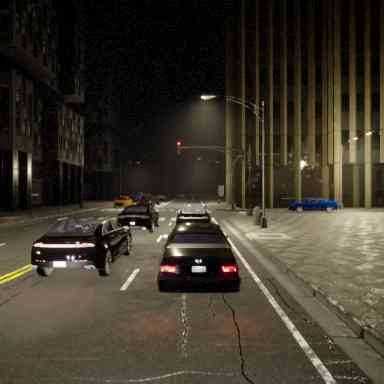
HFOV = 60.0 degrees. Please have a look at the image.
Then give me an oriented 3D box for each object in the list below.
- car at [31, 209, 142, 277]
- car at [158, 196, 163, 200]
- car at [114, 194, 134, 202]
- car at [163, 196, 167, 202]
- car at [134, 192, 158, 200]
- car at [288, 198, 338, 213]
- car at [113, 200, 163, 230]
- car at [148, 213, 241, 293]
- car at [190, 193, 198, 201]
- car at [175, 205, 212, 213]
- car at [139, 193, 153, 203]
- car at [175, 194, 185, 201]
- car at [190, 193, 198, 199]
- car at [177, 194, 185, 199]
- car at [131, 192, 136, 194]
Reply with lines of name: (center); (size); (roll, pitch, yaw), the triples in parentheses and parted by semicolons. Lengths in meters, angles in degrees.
car: (-3.099, 1.487, 10.255); (2.128, 1.511, 4.902); (0, 0, 0)
car: (-6.314, 1.451, 54.617); (1.994, 1.385, 4.181); (0, 0, 0)
car: (-9.608, 1.394, 46.546); (1.882, 1.535, 5.008); (0, 0, 0)
car: (-6.177, 1.439, 67.117); (1.895, 1.301, 4.718); (0, 0, 1)
car: (-6.332, 1.271, 45.991); (2.097, 1.767, 4.553); (0, 0, -1)
car: (12.715, 1.369, 35.075); (5.008, 1.535, 1.882); (0, 0, 1)
car: (-3.052, 1.460, 19.631); (1.882, 1.535, 5.008); (0, 0, 0)
car: (0.145, 1.544, 8.980); (2.033, 1.411, 5.357); (0, 0, 0)
car: (0.399, 1.291, 77.124); (1.837, 1.490, 4.892); (0, 0, 0)
car: (0.095, 1.476, 18.724); (2.128, 1.511, 4.902); (0, 0, 0)
car: (-9.411, 1.188, 67.966); (2.097, 1.767, 4.553); (0, 0, 1)
car: (-2.851, 1.316, 77.142); (2.128, 1.511, 4.902); (0, 0, 0)
car: (0.454, 1.117, 87.546); (2.128, 1.511, 4.902); (0, 0, 0)
car: (-2.796, 1.187, 87.594); (1.895, 1.301, 4.718); (0, 0, 0)
car: (-9.542, 1.102, 56.486); (2.150, 2.045, 5.566); (0, 0, 1)
